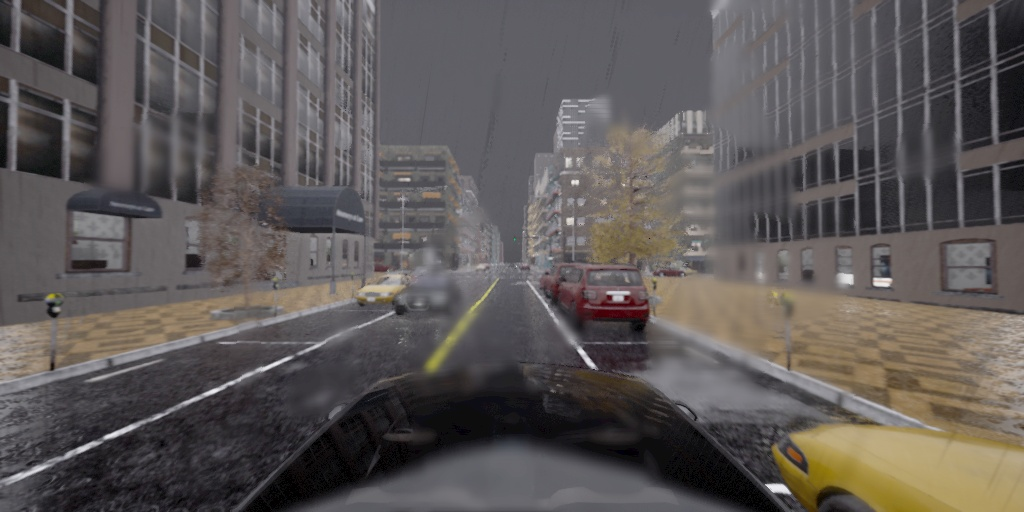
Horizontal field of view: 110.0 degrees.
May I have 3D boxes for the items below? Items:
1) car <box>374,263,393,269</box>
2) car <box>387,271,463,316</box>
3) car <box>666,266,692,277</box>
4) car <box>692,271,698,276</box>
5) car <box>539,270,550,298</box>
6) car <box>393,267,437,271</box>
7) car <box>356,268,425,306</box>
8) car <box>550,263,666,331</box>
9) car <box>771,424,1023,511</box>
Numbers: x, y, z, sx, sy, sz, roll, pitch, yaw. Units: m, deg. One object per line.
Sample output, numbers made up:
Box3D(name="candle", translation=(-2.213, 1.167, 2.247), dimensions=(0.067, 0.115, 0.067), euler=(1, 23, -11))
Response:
Box3D(name="car", translation=(-17.270, 1.572, 46.982), dimensions=(4.507, 1.381, 1.888), euler=(0, 0, 0))
Box3D(name="car", translation=(-3.101, 1.467, 14.102), dimensions=(1.994, 1.385, 4.181), euler=(0, -1, 0))
Box3D(name="car", translation=(20.827, 2.063, 47.302), dimensions=(4.097, 1.591, 1.967), euler=(0, 0, 0))
Box3D(name="car", translation=(26.237, 2.419, 55.656), dimensions=(4.829, 1.417, 1.751), euler=(0, 0, 0))
Box3D(name="car", translation=(2.689, 1.254, 17.039), dimensions=(2.192, 1.841, 5.009), euler=(0, 0, 0))
Box3D(name="car", translation=(-5.692, 1.449, 22.599), dimensions=(1.967, 1.591, 4.097), euler=(0, 0, 0))
Box3D(name="car", translation=(-5.691, 1.465, 16.870), dimensions=(1.751, 1.417, 4.829), euler=(0, 0, 0))
Box3D(name="car", translation=(2.690, 1.185, 11.480), dimensions=(2.192, 1.841, 5.009), euler=(0, 0, 0))
Box3D(name="car", translation=(2.693, 1.259, 0.533), dimensions=(1.751, 1.417, 4.829), euler=(0, 0, 0))
